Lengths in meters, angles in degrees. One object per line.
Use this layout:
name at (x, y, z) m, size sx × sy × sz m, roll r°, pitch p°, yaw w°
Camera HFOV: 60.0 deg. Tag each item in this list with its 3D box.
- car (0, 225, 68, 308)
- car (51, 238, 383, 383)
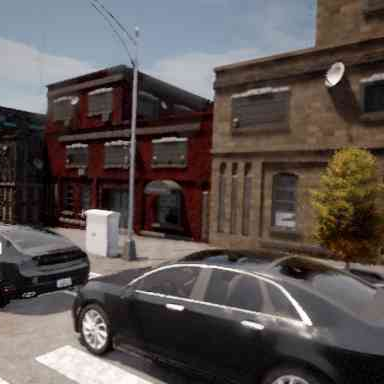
car at (-4.504, 1.570, 8.069) m, size 4.892 × 1.490 × 1.837 m, roll 0°, pitch -1°, yaw 36°
car at (0.343, 1.546, 4.523) m, size 4.892 × 1.490 × 1.837 m, roll 0°, pitch -1°, yaw 36°
